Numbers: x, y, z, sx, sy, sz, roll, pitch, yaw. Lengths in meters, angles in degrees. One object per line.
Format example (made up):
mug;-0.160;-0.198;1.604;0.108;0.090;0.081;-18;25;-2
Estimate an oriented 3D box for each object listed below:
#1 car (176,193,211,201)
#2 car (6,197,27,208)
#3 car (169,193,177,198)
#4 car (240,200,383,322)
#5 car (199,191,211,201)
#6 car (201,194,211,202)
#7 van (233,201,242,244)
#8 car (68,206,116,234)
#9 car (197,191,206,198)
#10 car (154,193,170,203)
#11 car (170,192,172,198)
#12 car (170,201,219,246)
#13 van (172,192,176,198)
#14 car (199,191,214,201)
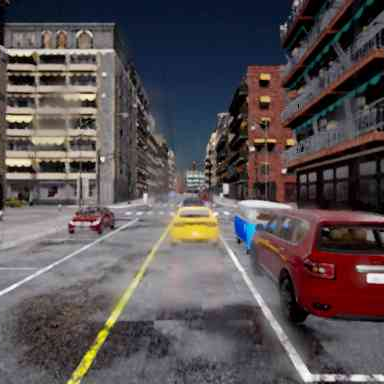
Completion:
car;0.140;1.169;24.992;2.097;1.767;4.553;0;0;1
car;-24.441;1.365;43.926;4.829;1.417;1.752;0;-1;0
car;-5.295;0.974;95.121;2.008;1.369;4.403;1;0;0
car;2.553;1.260;6.990;2.192;1.841;5.009;1;0;0
car;2.589;0.845;67.356;2.192;1.841;5.009;1;0;0
car;2.586;1.089;61.963;1.752;1.417;4.829;1;0;0
van;2.553;1.245;12.521;1.690;1.788;3.998;1;0;0
car;-5.298;1.447;18.109;1.802;1.307;4.206;1;0;0
car;2.588;0.749;89.590;2.192;1.841;5.009;1;0;0
car;-5.295;1.167;56.189;1.947;1.339;4.313;1;0;0
car;-5.294;1.130;61.750;1.947;1.339;4.313;1;0;0
car;0.100;1.367;14.596;1.882;1.535;5.008;0;0;0
van;-5.291;0.775;89.555;1.690;1.788;3.998;1;0;0
car;2.590;0.917;56.232;2.192;1.841;5.009;1;0;0
